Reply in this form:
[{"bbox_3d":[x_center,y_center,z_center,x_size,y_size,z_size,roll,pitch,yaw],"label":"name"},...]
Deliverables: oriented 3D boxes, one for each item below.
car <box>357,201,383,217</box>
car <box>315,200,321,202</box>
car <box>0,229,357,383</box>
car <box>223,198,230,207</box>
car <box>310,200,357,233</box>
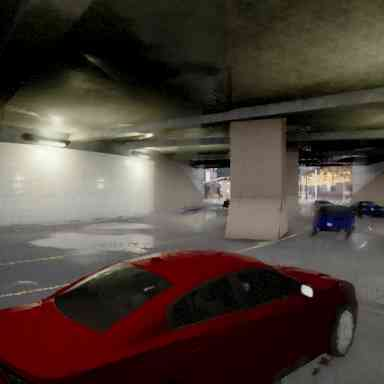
[{"bbox_3d":[16.166,1.548,31.257,2.033,1.411,5.357,0,0,12],"label":"car"},{"bbox_3d":[13.044,1.525,33.334,1.812,1.442,4.674,0,0,12],"label":"car"},{"bbox_3d":[0.241,1.477,4.173,5.008,1.535,1.882,0,0,-40],"label":"car"},{"bbox_3d":[5.845,1.601,50.225,1.895,1.301,4.718,0,0,12],"label":"car"},{"bbox_3d":[8.127,1.477,18.957,1.882,1.535,5.008,0,0,28],"label":"car"}]
